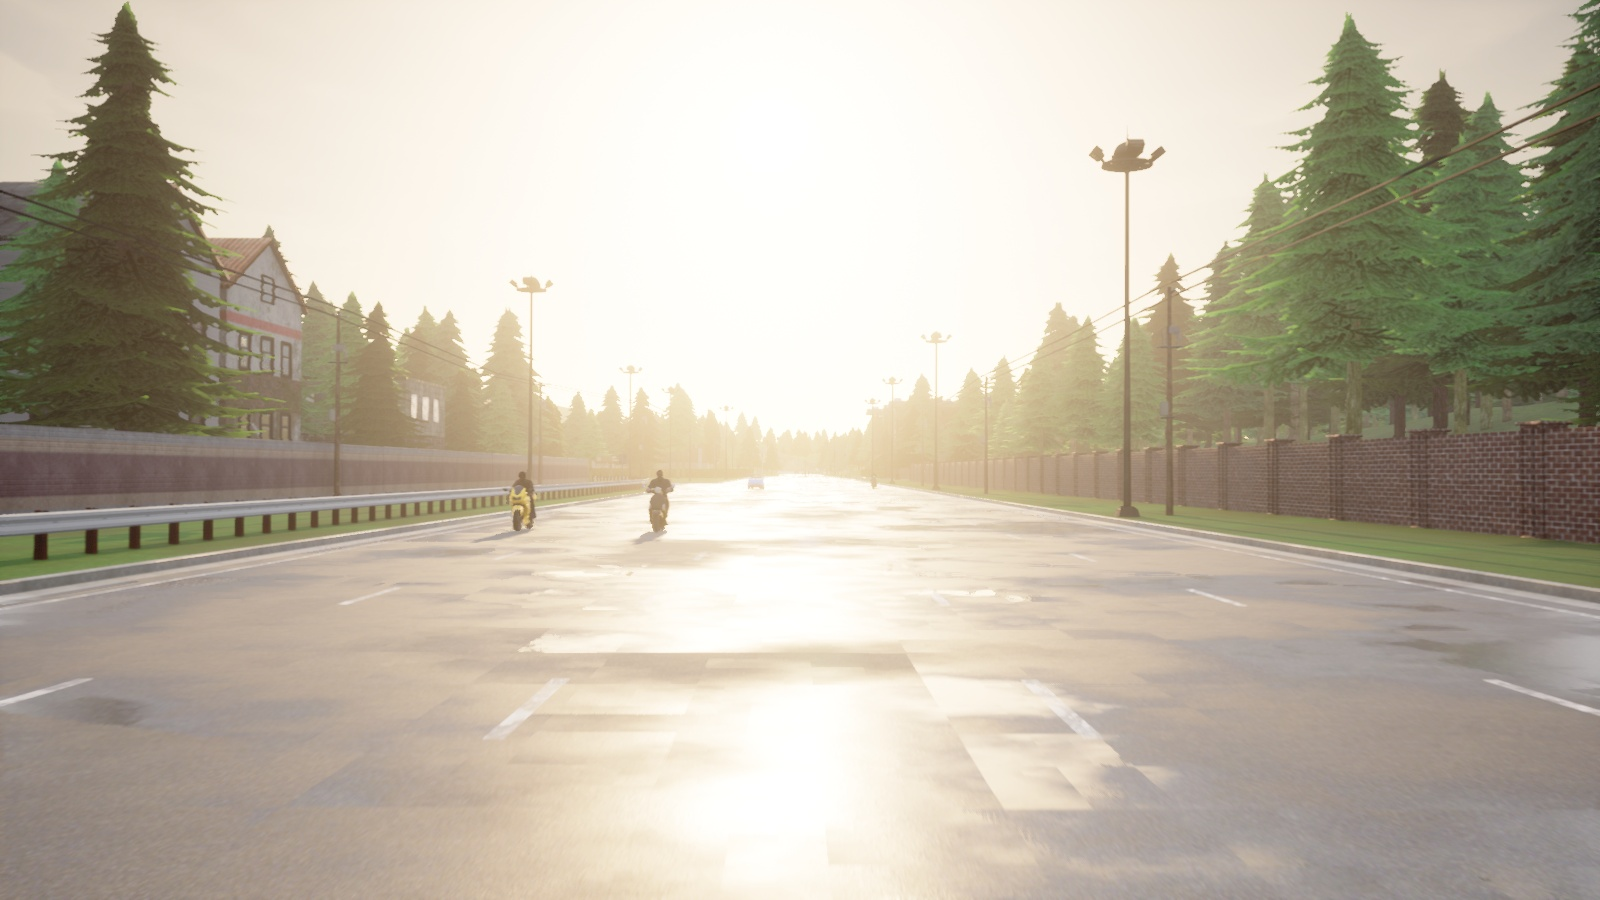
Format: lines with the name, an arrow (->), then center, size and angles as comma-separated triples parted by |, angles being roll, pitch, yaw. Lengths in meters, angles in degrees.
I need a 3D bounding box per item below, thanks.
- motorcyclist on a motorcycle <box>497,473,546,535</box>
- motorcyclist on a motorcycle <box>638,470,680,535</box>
motorcyclist on a motorcycle -> -7.077, 1.361, 32.022 | 0.797, 1.523, 2.044 | 0, -1, 0
motorcyclist on a motorcycle -> -3.577, 1.317, 31.922 | 0.866, 1.590, 1.817 | 0, -1, 0
